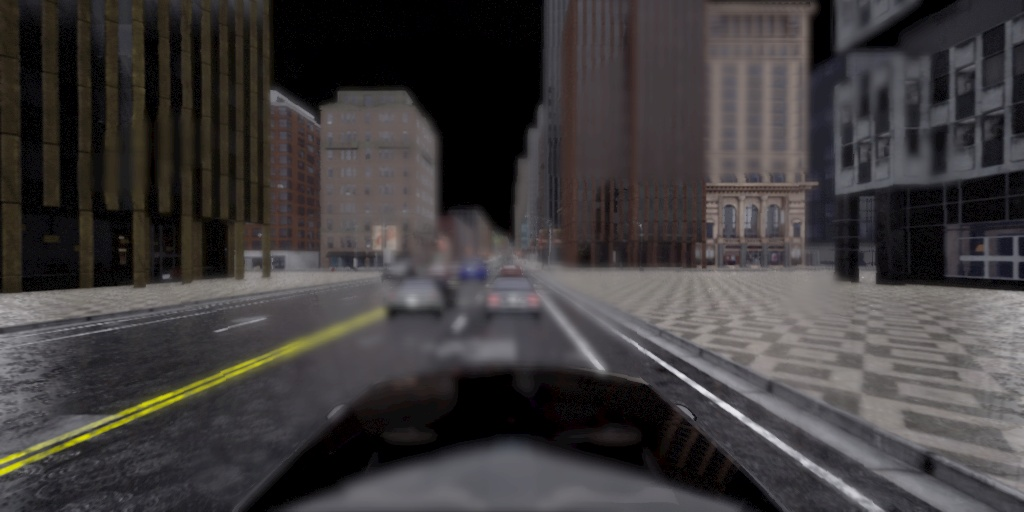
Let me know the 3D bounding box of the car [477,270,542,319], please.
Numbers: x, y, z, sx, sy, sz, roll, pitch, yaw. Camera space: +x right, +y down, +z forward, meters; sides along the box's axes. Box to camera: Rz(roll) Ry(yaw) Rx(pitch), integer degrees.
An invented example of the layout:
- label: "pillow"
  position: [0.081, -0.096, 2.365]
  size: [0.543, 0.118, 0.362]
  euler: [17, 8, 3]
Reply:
- label: "car"
  position: [0.068, 1.415, 13.272]
  size: [2.033, 1.411, 5.357]
  euler: [0, -1, 0]

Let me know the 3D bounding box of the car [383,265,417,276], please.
- label: "car"
  position: [-9.838, 1.550, 31.828]
  size: [1.882, 1.535, 5.008]
  euler: [0, -1, 0]

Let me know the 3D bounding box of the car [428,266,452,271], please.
- label: "car"
  position: [-6.585, 1.610, 32.887]
  size: [1.812, 1.442, 4.674]
  euler: [0, -1, 0]

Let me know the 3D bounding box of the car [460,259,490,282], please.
- label: "car"
  position: [-3.165, 1.281, 30.760]
  size: [2.150, 2.045, 5.566]
  euler: [0, -1, 0]

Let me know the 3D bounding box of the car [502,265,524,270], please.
- label: "car"
  position: [0.092, 1.566, 33.286]
  size: [1.882, 1.535, 5.008]
  euler: [0, -1, 0]

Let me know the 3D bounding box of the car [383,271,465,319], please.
- label: "car"
  position: [-3.180, 1.433, 13.470]
  size: [1.994, 1.385, 4.181]
  euler: [0, -1, 0]
